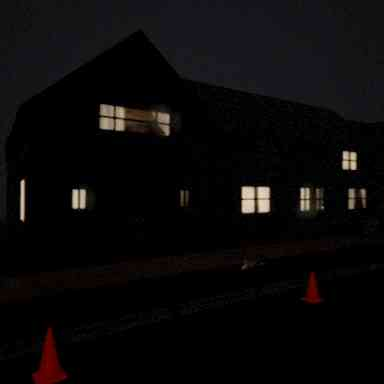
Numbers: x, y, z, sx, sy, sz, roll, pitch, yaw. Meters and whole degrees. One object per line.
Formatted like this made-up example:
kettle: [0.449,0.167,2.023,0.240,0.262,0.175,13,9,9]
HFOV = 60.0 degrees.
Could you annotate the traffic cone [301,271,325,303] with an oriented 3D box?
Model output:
traffic cone: [2.495,1.933,6.860,0.340,0.580,0.340,0,0,-33]

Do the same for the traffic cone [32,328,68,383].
traffic cone: [-1.722,1.946,4.031,0.340,0.580,0.340,0,0,-35]
